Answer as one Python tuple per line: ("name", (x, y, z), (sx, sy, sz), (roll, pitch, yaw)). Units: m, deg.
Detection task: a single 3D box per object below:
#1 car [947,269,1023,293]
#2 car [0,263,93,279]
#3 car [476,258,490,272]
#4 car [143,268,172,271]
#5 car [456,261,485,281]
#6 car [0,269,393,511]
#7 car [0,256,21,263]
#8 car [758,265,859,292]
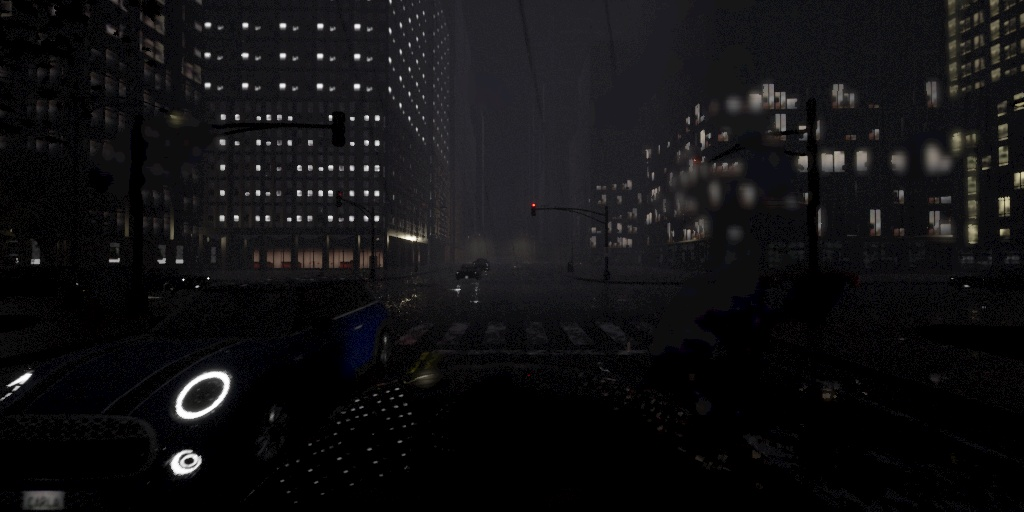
("car", (28.430, 1.416, 20.652), (4.718, 1.301, 1.895), (0, -1, 1))
("car", (-20.246, 1.160, 15.879), (4.892, 1.490, 1.837), (0, -1, 2))
("car", (-3.915, 1.083, 46.078), (2.097, 1.767, 4.553), (0, 0, -1))
("car", (-18.887, 1.306, 19.087), (4.718, 1.301, 1.895), (0, -1, 2))
("car", (-3.659, 1.358, 30.870), (1.895, 1.301, 4.718), (0, 1, -1))
("car", (-3.254, 1.104, 4.732), (2.097, 1.767, 4.553), (0, 0, 0))
("car", (-28.946, 0.911, 19.397), (5.566, 2.045, 2.150), (0, -1, 2))
("car", (17.192, 1.280, 20.964), (5.008, 1.535, 1.882), (0, -1, 2))
